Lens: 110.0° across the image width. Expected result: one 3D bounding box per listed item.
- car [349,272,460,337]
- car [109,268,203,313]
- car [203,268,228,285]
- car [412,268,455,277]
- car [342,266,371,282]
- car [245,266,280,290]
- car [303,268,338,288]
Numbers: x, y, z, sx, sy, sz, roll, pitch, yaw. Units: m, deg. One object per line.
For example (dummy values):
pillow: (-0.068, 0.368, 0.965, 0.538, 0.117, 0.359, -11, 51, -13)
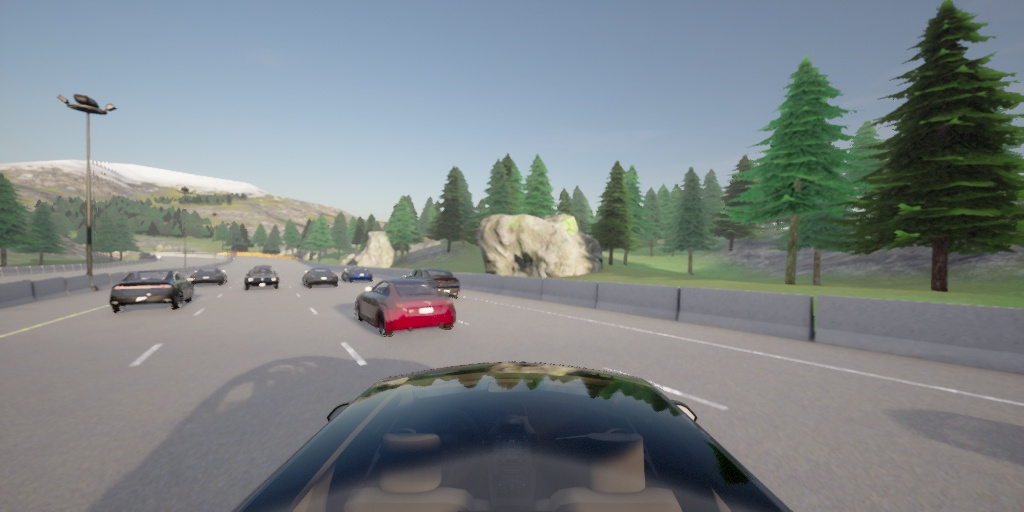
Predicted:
car: (-3.301, 1.364, 10.730, 1.994, 1.385, 4.181, 0, -1, -35)
car: (-14.550, 1.341, 14.724, 2.128, 1.511, 4.902, 0, -1, -35)
car: (-24.097, 1.610, 28.573, 1.994, 1.385, 4.181, 0, -1, -35)
car: (-4.330, 1.372, 18.391, 1.837, 1.490, 4.892, 0, -1, -35)
car: (-14.071, 1.627, 32.527, 1.994, 1.385, 4.181, 0, -1, -35)
car: (-17.191, 1.576, 24.718, 1.895, 1.301, 4.718, 0, -1, -35)
car: (-14.217, 1.552, 26.570, 1.994, 1.385, 4.181, 0, -1, -35)
